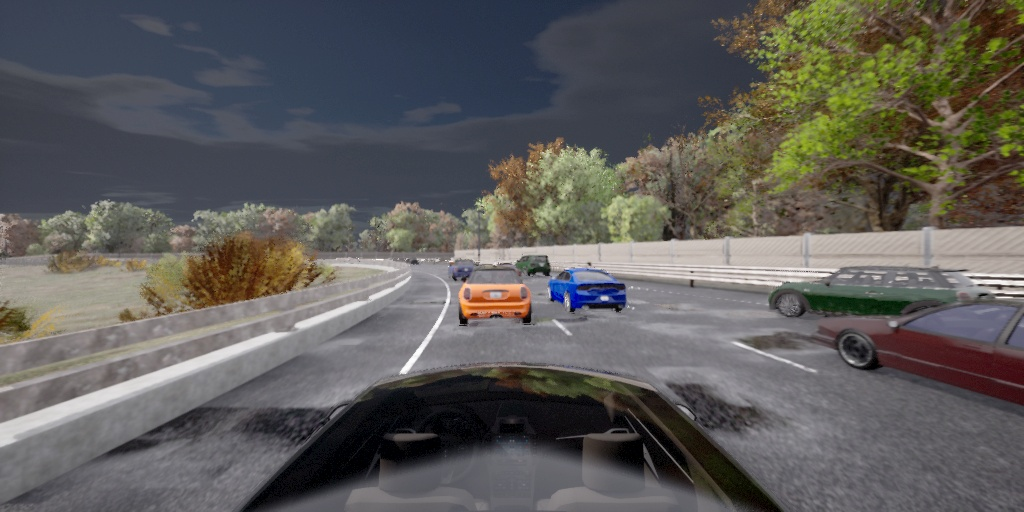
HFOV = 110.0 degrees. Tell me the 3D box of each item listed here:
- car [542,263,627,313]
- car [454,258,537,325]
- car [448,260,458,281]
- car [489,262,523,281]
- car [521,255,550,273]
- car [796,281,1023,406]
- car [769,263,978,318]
[{"bbox_3d":[2.676,1.199,13.868,1.882,1.535,5.008,0,0,-6],"label":"car"},{"bbox_3d":[-0.647,1.088,11.960,2.097,1.767,4.553,0,0,-5],"label":"car"},{"bbox_3d":[-4.162,1.071,30.177,2.097,1.767,4.553,0,0,-15],"label":"car"},{"bbox_3d":[-0.598,1.270,30.455,1.994,1.385,4.181,0,0,-15],"label":"car"},{"bbox_3d":[1.844,0.912,34.484,2.150,2.045,5.566,0,0,-18],"label":"car"},{"bbox_3d":[6.885,1.268,4.601,2.033,1.411,5.357,0,0,-2],"label":"car"},{"bbox_3d":[10.142,1.050,10.305,2.097,1.767,4.553,0,0,-24],"label":"car"}]
